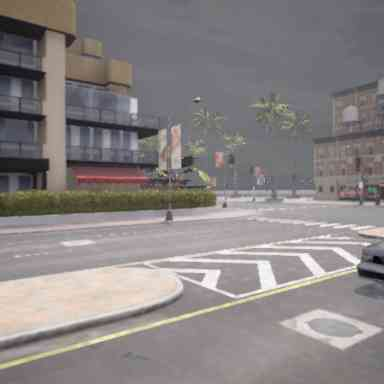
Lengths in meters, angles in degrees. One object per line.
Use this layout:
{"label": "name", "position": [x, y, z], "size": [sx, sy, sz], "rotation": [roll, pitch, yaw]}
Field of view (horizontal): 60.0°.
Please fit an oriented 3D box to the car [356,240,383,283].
{"label": "car", "position": [6.206, 1.469, 8.198], "size": [5.357, 1.411, 2.033], "rotation": [-1, 0, -35]}
